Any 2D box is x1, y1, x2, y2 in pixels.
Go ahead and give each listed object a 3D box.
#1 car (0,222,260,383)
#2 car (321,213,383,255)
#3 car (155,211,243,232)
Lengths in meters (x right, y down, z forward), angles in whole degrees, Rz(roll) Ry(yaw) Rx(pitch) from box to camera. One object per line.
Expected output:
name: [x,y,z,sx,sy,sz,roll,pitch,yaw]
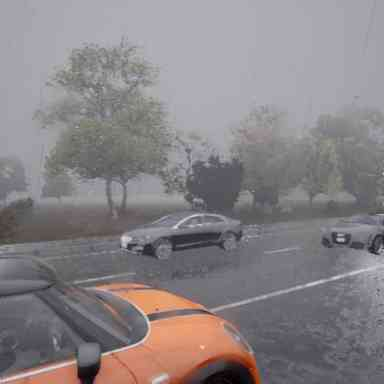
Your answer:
car: [-1.569,1.352,2.626,4.553,1.767,2.097,0,0,-36]
car: [7.072,1.563,13.336,4.181,1.385,1.994,0,0,-35]
car: [-0.245,1.490,12.417,4.902,1.511,2.128,0,0,-35]
